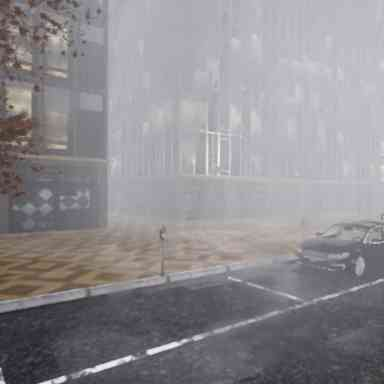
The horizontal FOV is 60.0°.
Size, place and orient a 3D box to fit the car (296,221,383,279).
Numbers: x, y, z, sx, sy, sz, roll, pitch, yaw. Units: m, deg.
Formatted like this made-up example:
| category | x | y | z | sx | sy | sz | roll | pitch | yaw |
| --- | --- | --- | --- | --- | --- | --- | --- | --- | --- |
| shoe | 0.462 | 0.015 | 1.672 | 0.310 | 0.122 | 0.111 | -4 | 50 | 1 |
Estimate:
| category | x | y | z | sx | sy | sz | roll | pitch | yaw |
| --- | --- | --- | --- | --- | --- | --- | --- | --- | --- |
| car | 4.997 | 1.583 | 10.103 | 4.403 | 1.369 | 2.008 | 0 | 0 | -35 |
